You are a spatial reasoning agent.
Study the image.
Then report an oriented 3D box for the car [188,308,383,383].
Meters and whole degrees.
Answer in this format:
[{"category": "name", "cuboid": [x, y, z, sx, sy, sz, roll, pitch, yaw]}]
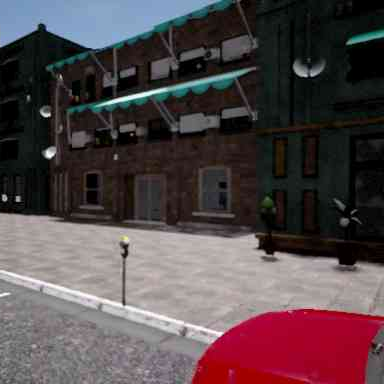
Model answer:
[{"category": "car", "cuboid": [2.184, 1.316, 1.309, 5.009, 1.841, 2.192, 0, 1, 36]}]
